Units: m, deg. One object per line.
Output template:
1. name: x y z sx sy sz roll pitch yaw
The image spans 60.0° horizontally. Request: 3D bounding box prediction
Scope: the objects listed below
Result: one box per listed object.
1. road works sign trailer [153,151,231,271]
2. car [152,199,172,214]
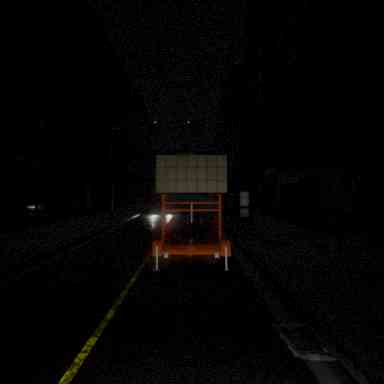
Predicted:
1. road works sign trailer: -0.011 0.467 10.918 2.380 3.560 2.880 0 0 0
2. car: -3.136 1.497 35.640 1.882 1.535 5.008 0 0 0
